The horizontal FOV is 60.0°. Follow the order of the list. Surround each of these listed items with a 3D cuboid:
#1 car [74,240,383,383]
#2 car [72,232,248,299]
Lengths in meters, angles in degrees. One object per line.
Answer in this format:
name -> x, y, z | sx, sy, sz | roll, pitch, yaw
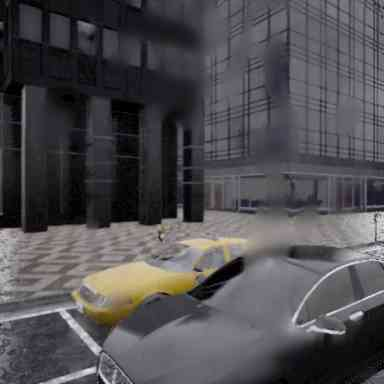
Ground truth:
car -> 1.282, 1.521, 4.270 | 4.892, 1.490, 1.837 | 0, 0, -35
car -> 0.154, 1.545, 6.764 | 4.829, 1.417, 1.752 | 0, 0, -36
